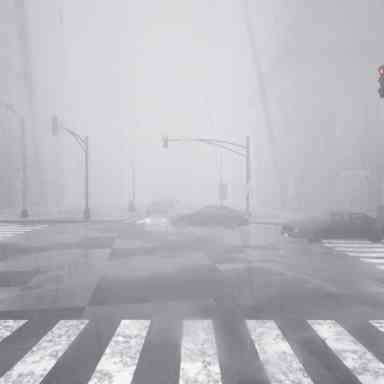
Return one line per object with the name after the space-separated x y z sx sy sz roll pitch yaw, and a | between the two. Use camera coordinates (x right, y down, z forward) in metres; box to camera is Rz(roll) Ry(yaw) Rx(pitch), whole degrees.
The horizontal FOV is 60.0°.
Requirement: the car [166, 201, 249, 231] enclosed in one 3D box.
1.006 1.472 19.600 4.674 1.442 1.812 1 1 0 | car

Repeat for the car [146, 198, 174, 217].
-3.123 1.540 31.334 2.033 1.411 5.357 0 0 0 | car

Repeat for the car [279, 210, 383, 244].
6.963 1.598 15.786 5.357 1.411 2.033 0 1 -10 | car

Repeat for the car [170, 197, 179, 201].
-3.129 1.537 41.503 2.033 1.411 5.357 0 0 0 | car

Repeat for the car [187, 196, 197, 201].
-0.021 1.513 62.664 1.812 1.442 4.674 0 0 0 | car
